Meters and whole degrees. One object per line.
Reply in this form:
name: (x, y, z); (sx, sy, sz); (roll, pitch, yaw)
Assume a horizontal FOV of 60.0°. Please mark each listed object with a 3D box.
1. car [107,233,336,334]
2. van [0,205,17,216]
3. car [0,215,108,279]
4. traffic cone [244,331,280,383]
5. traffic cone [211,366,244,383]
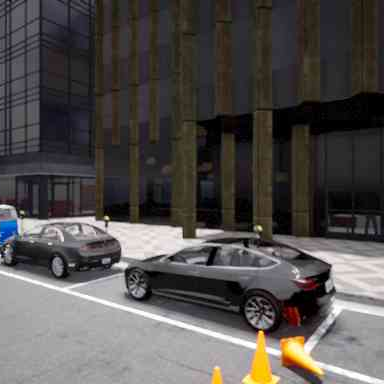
car: (0.555, 1.570, 6.667); (4.313, 1.339, 1.947); (0, 0, 36)
van: (-8.561, 1.363, 13.239); (3.998, 1.788, 1.690); (0, 0, 36)
car: (-4.002, 1.564, 9.953); (4.403, 1.369, 2.008); (0, 0, 36)
traffic cone: (0.821, 1.957, 3.964); (0.340, 0.580, 0.340); (0, 0, 36)
traffic cone: (0.236, 1.957, 3.153); (0.340, 0.580, 0.340); (0, 0, 36)
